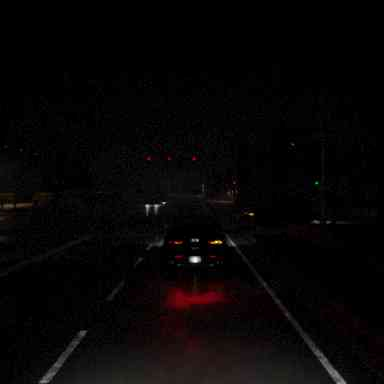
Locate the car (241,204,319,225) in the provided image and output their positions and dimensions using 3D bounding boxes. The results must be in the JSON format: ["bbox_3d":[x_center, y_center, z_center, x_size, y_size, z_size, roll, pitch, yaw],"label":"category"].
[{"bbox_3d":[6.264,1.548,23.800,5.357,1.411,2.033,0,0,-12],"label":"car"}]

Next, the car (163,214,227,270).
[{"bbox_3d":[0.096,1.505,11.067,1.837,1.490,4.892,0,0,0],"label":"car"}]

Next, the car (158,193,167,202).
[{"bbox_3d":[-6.856,1.221,74.396,2.150,2.045,5.566,0,0,0],"label":"car"}]

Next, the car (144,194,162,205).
[{"bbox_3d":[-6.930,1.522,58.941,1.812,1.442,4.674,0,0,1],"label":"car"}]
